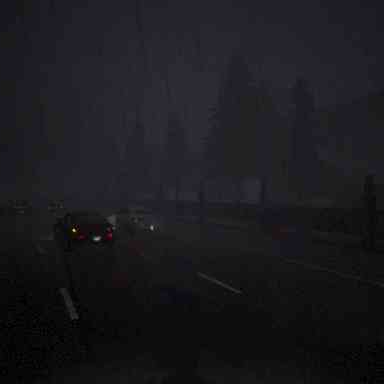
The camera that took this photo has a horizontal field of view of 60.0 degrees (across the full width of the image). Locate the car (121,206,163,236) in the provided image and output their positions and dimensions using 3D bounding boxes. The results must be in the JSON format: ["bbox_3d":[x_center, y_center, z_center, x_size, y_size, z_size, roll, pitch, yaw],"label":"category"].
[{"bbox_3d":[-3.219,1.527,18.461,1.812,1.442,4.674,0,0,-32],"label":"car"}]

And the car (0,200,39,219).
[{"bbox_3d":[-15.509,1.482,29.105,2.128,1.511,4.902,0,0,-41],"label":"car"}]

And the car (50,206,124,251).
[{"bbox_3d":[-4.651,1.524,14.169,1.812,1.442,4.674,0,0,-30],"label":"car"}]

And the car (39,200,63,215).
[{"bbox_3d":[-14.674,1.540,33.504,2.033,1.411,5.357,0,0,-43],"label":"car"}]
